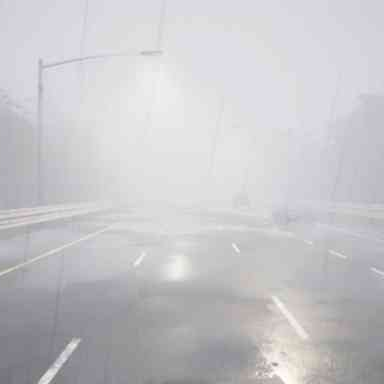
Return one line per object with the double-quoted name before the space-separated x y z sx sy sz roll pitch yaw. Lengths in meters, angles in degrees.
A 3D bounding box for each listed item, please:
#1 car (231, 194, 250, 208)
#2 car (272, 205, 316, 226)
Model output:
"car" 7.109 1.246 48.765 2.150 2.045 5.566 0 0 0
"car" 7.025 1.604 23.531 1.895 1.301 4.718 0 0 0
